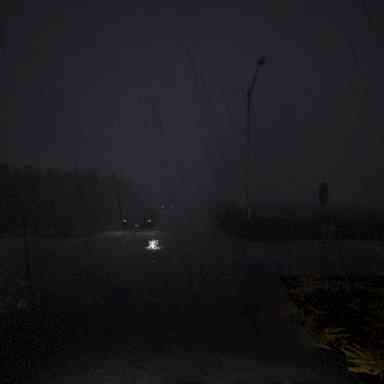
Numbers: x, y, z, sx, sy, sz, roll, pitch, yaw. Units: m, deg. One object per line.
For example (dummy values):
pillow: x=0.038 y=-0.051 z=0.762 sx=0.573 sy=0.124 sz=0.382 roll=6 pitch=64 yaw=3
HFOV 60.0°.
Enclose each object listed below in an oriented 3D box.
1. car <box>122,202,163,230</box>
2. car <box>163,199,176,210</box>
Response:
car: x=-3.138 y=1.591 z=21.047 sx=1.812 sy=1.442 sz=4.674 roll=0 pitch=1 yaw=0
car: x=-3.194 y=1.744 z=45.490 sx=1.837 sy=1.490 sz=4.892 roll=0 pitch=2 yaw=0
